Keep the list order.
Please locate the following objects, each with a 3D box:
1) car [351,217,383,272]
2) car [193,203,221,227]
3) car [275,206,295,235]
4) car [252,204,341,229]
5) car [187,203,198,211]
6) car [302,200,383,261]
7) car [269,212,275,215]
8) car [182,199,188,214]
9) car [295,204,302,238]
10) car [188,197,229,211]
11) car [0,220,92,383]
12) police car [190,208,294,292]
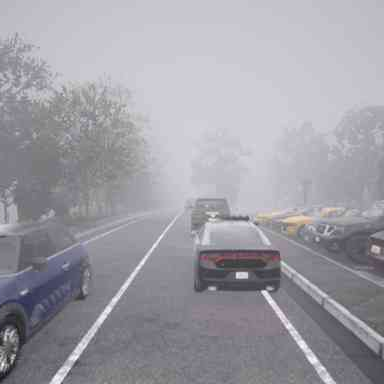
[{"bbox_3d":[7.125,1.540,8.647,4.792,1.488,2.163,0,0,0],"label":"car"},{"bbox_3d":[1.029,1.658,25.077,1.882,1.535,5.008,0,-1,0],"label":"car"},{"bbox_3d":[7.124,1.544,16.972,5.008,1.535,2.097,0,0,0],"label":"car"},{"bbox_3d":[6.948,1.596,22.513,5.366,1.575,1.946,0,-1,0],"label":"car"},{"bbox_3d":[0.129,2.703,59.629,1.837,1.490,4.892,0,-2,0],"label":"car"},{"bbox_3d":[7.075,1.267,11.425,5.566,2.045,2.435,0,0,0],"label":"car"},{"bbox_3d":[7.131,1.568,19.744,4.892,1.521,2.231,0,-1,0],"label":"car"},{"bbox_3d":[0.116,1.871,44.875,2.150,2.045,5.566,0,-2,0],"label":"car"},{"bbox_3d":[7.142,1.403,14.196,4.553,1.767,2.185,0,0,0],"label":"car"},{"bbox_3d":[1.016,1.324,19.106,2.150,2.045,5.566,0,-1,0],"label":"car"},{"bbox_3d":[-3.239,1.366,5.389,2.097,1.767,4.553,0,0,0],"label":"car"},{"bbox_3d":[0.994,1.453,9.164,1.930,1.638,5.238,0,0,0],"label":"police car"}]
